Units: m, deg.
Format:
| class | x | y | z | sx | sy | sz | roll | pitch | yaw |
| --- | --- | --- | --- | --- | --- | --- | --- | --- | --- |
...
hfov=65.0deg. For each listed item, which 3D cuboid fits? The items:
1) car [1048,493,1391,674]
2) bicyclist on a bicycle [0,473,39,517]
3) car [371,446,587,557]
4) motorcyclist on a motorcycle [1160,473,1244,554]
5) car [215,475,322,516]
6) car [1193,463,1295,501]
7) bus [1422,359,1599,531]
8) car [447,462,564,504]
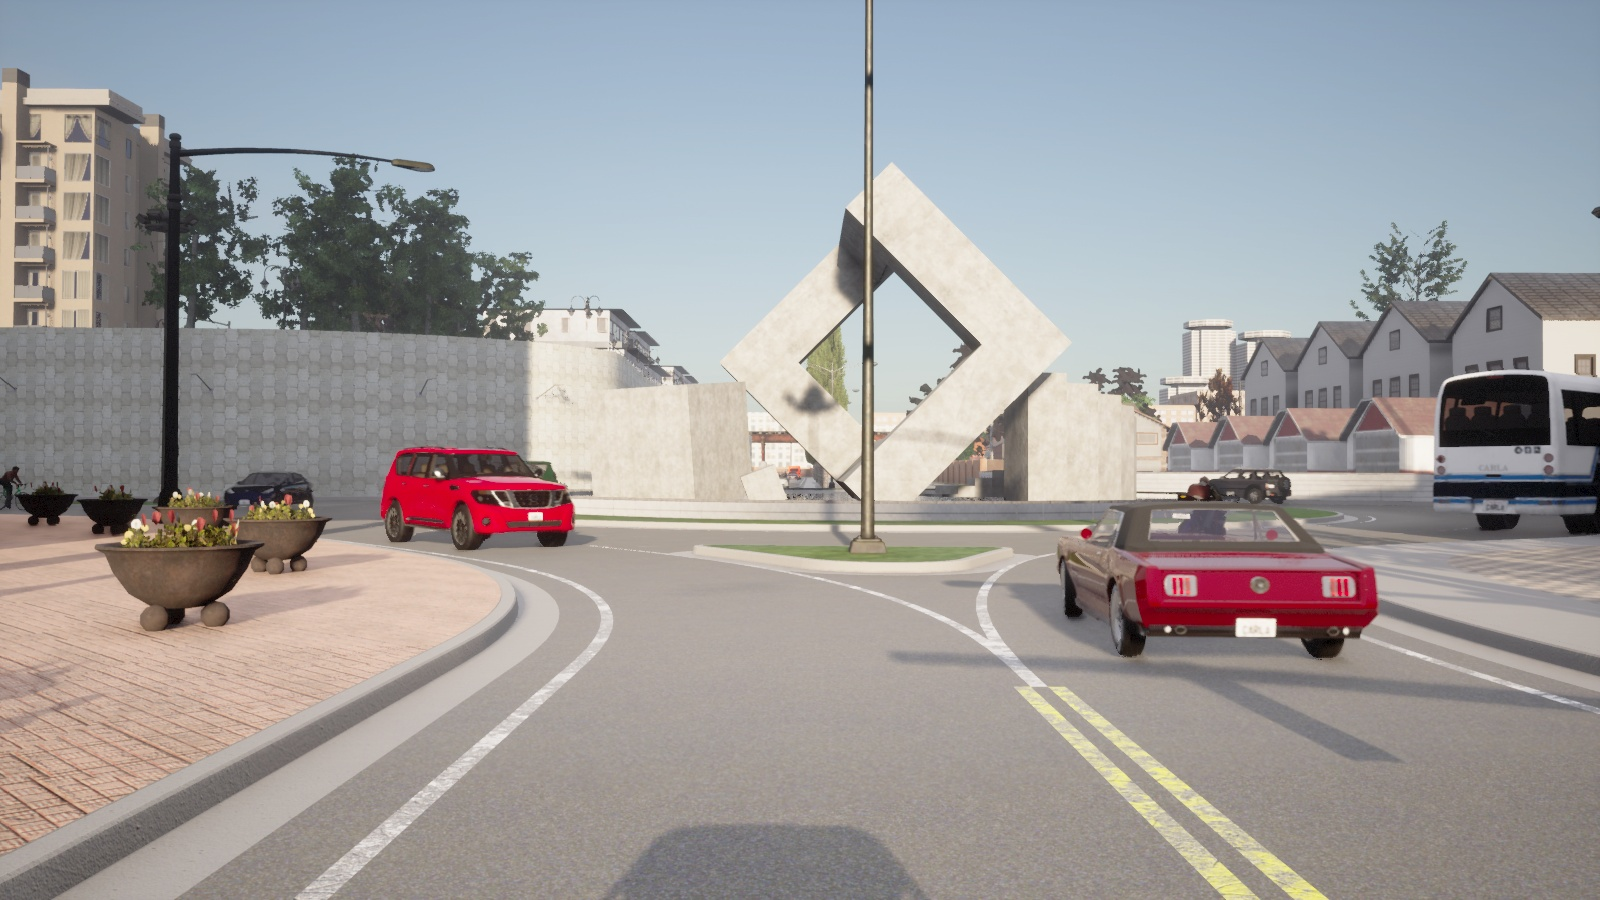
| class | x | y | z | sx | sy | sz | roll | pitch | yaw |
| --- | --- | --- | --- | --- | --- | --- | --- | --- | --- |
| car | 3.669 | 1.101 | 11.972 | 1.895 | 1.301 | 4.718 | 0 | -1 | 3 |
| bicyclist on a bicycle | -29.054 | 1.659 | 46.304 | 1.656 | 1.620 | 0.582 | 0 | -1 | 7 |
| car | -6.789 | 0.997 | 26.039 | 2.150 | 2.045 | 5.566 | 1 | -1 | -40 |
| motorcyclist on a motorcycle | 8.070 | 1.238 | 25.137 | 0.866 | 1.530 | 2.191 | 0 | -1 | 38 |
| car | -20.376 | 1.707 | 48.392 | 2.163 | 1.488 | 4.792 | 0 | -1 | -1 |
| car | 22.182 | 1.596 | 62.923 | 1.932 | 1.855 | 4.605 | 1 | -1 | -32 |
| bus | 22.284 | -0.052 | 35.790 | 10.273 | 4.253 | 3.944 | 1 | -2 | -37 |
| car | -15.075 | 1.674 | 64.498 | 2.150 | 2.045 | 5.566 | -1 | -1 | 43 |
